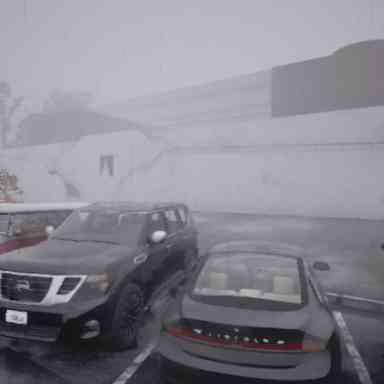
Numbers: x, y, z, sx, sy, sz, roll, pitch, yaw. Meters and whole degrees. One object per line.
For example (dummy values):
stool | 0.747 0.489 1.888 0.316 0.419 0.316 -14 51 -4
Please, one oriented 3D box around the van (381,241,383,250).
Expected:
van | 3.465 1.266 3.464 1.878 1.987 4.442 0 -1 15

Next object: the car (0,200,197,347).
car | -1.422 1.235 6.786 2.435 2.045 5.566 1 -1 15

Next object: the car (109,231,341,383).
car | 1.003 1.489 5.075 2.231 1.521 4.892 0 -1 15
